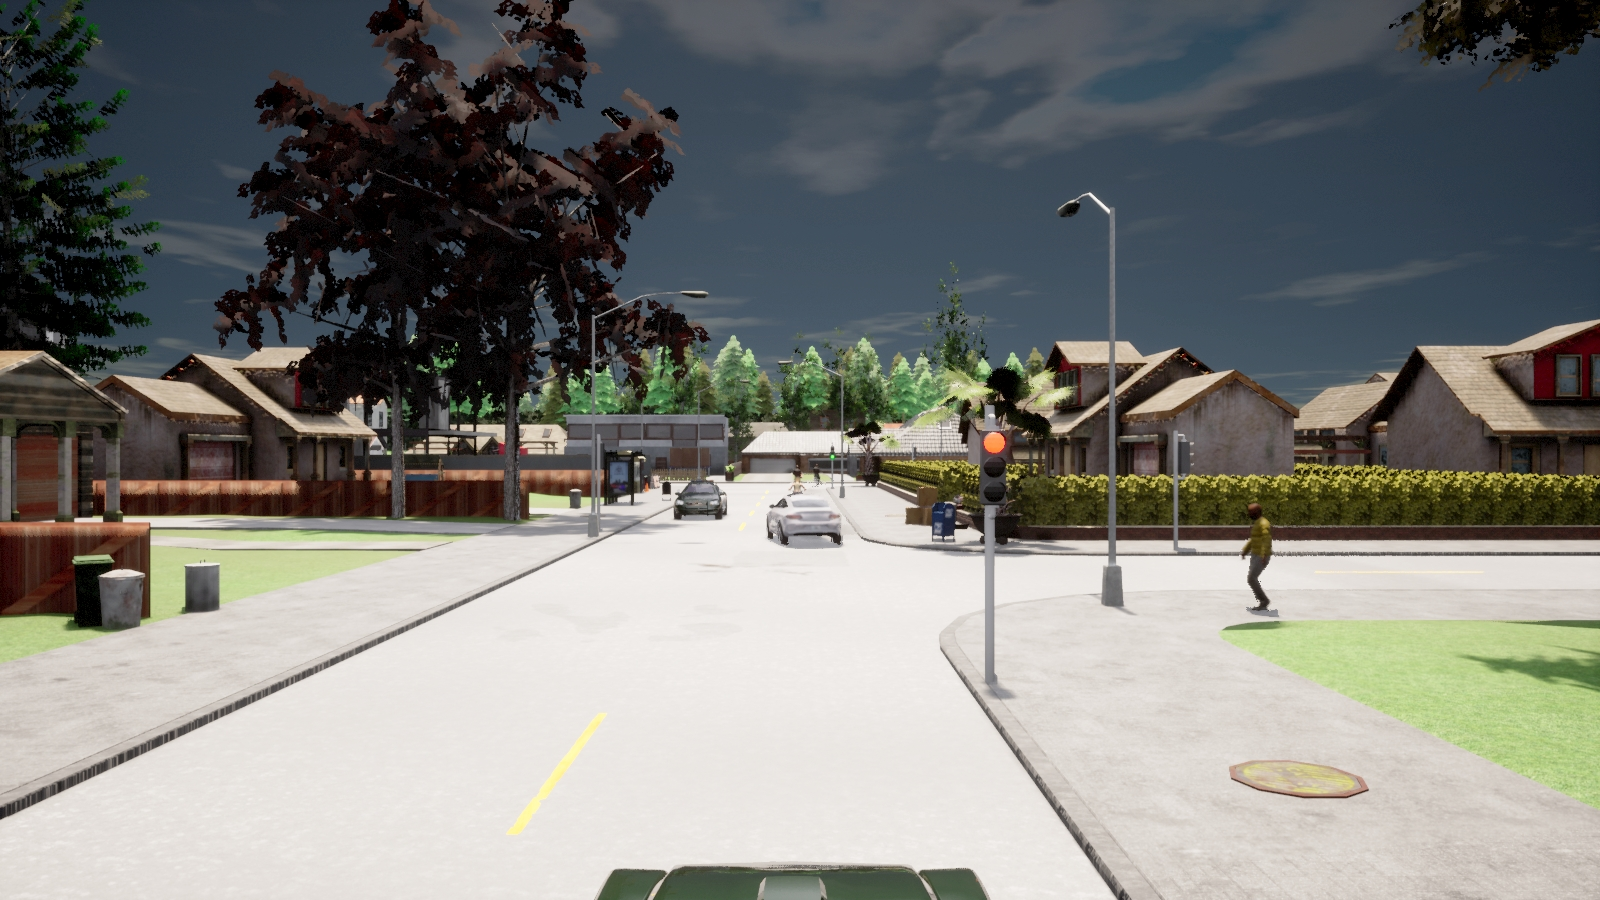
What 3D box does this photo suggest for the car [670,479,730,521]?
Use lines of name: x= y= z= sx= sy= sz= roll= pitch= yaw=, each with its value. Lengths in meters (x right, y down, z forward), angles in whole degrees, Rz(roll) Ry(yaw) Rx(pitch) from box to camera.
car: x=-4.107 y=2.038 z=47.608 sx=2.038 sy=1.542 sz=4.974 roll=0 pitch=0 yaw=0

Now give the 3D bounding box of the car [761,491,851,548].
car: x=0.096 y=2.081 z=35.268 sx=2.002 sy=1.442 sz=4.674 roll=0 pitch=0 yaw=-9

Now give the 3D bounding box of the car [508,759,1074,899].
car: x=-0.028 y=2.155 z=3.193 sx=1.895 sy=1.301 sz=4.718 roll=0 pitch=0 yaw=0

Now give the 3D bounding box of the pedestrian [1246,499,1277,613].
pedestrian: x=7.624 y=1.743 z=18.884 sx=0.375 sy=1.860 sz=0.375 roll=0 pitch=0 yaw=4
